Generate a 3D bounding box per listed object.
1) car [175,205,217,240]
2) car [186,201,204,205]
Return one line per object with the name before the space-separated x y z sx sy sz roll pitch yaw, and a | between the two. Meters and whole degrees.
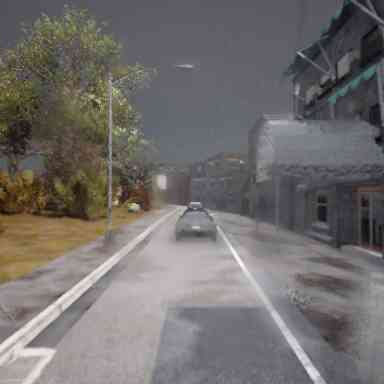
car | 0.197 1.569 16.917 1.994 1.385 4.181 0 0 0
car | 0.353 1.764 37.902 1.812 1.442 4.674 0 -2 0
